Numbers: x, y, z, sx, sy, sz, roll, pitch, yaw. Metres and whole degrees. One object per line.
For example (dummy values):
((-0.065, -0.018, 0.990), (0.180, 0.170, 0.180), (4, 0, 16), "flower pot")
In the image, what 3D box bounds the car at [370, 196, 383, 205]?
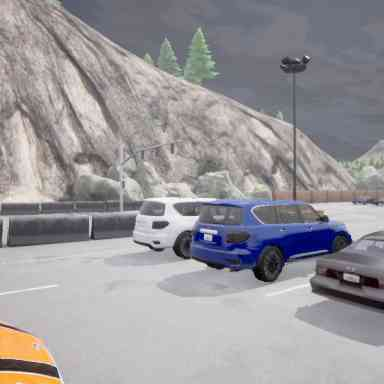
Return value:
((30.777, 1.374, 52.393), (5.357, 1.411, 2.033), (0, 0, -36), "car")

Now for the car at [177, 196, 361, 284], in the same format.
((2.516, 1.221, 9.901), (5.566, 2.045, 2.150), (0, 0, -38), "car")

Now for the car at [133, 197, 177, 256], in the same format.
((0.489, 1.221, 12.776), (5.566, 2.045, 2.150), (0, 0, -36), "car")

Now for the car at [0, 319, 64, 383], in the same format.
((-2.972, 1.350, 1.620), (4.553, 1.767, 2.097), (0, 0, -36), "car")

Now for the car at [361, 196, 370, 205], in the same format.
((28.732, 1.374, 55.215), (5.357, 1.411, 2.033), (0, 0, -36), "car")

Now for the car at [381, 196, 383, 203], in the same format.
((36.871, 1.377, 61.078), (4.718, 1.301, 1.895), (0, 0, -36), "car")

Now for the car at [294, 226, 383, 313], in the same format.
((4.829, 1.547, 7.282), (5.357, 1.411, 2.033), (0, 0, -36), "car")
